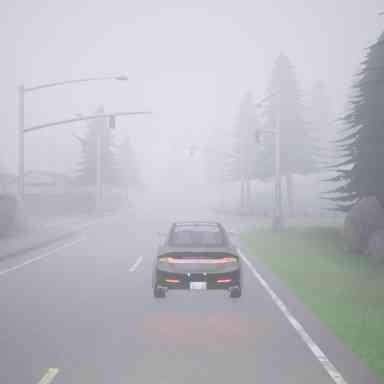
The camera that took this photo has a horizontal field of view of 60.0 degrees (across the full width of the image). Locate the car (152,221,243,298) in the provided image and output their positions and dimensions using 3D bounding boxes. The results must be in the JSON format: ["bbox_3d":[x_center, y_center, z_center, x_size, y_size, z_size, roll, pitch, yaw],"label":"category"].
[{"bbox_3d":[0.118,1.491,8.487,2.128,1.511,4.902,0,0,0],"label":"car"}]
